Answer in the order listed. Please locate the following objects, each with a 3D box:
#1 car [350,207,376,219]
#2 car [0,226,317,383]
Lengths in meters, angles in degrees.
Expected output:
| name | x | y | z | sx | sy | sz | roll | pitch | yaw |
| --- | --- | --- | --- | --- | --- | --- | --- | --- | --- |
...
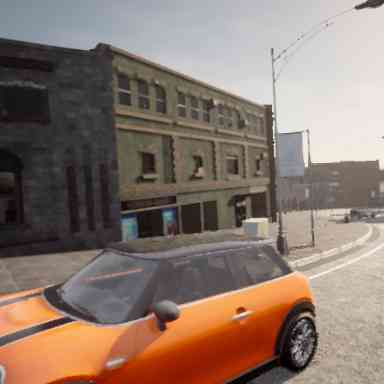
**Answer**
| name | x | y | z | sx | sy | sz | roll | pitch | yaw |
| --- | --- | --- | --- | --- | --- | --- | --- | --- | --- |
| car | 21.197 | 2.576 | 41.429 | 2.128 | 1.511 | 4.902 | -3 | -3 | 10 |
| car | -0.499 | 1.384 | 4.003 | 4.553 | 1.767 | 2.097 | 0 | -1 | -39 |
